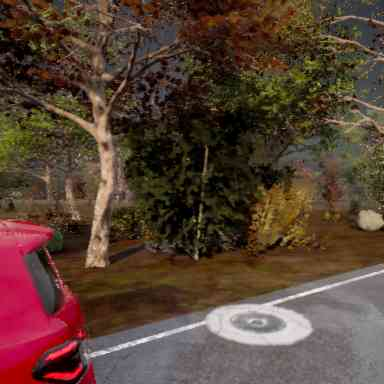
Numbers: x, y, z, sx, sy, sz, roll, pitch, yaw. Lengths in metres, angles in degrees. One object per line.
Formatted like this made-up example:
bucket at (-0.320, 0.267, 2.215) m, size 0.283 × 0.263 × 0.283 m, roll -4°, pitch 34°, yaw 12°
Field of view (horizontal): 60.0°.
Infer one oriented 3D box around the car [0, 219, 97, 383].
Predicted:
car at (-3.247, 1.221, 1.356) m, size 5.566 × 2.045 × 2.150 m, roll 0°, pitch 0°, yaw -36°
